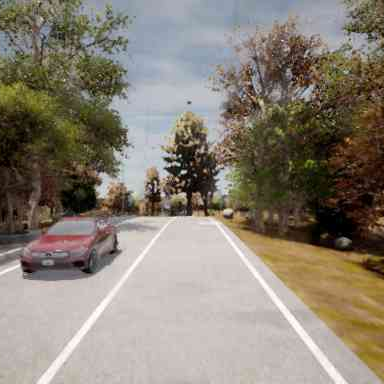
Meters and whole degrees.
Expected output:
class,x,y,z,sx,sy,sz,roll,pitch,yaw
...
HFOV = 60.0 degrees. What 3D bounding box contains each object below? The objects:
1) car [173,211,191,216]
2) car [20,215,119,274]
class,x,y,z,sx,sy,sz,roll,pitch,yaw
car,-2.567,5.834,86.445,4.892,1.490,1.837,1,-5,-1
car,-3.603,1.509,10.652,1.812,1.442,4.674,0,0,0
